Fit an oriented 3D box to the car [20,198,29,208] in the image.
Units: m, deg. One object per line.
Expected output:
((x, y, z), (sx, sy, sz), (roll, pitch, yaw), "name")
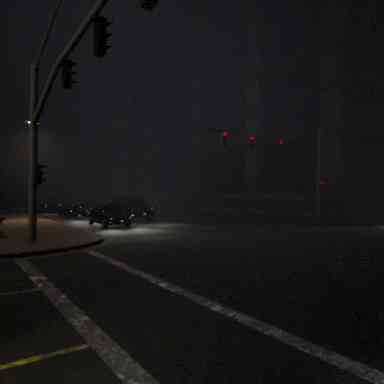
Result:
((-25.863, 1.700, 52.643), (1.882, 1.535, 5.008), (1, -1, -35), "car")

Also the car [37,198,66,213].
((-16.996, 1.534, 39.721), (2.097, 1.767, 4.553), (1, -1, -35), "car")

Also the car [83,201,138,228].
((-5.966, 1.678, 23.819), (1.837, 1.490, 4.892), (1, 0, -35), "car")

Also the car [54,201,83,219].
((-11.248, 1.778, 31.428), (1.895, 1.301, 4.718), (1, -1, -34), "car")

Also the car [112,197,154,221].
((-5.392, 1.442, 29.135), (2.150, 2.045, 5.566), (1, -1, -35), "car")

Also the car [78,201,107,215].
((-11.293, 1.749, 37.611), (1.812, 1.442, 4.674), (1, -1, -34), "car")

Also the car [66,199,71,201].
((-18.134, 1.775, 47.528), (2.033, 1.411, 5.357), (1, 0, -34), "car")
